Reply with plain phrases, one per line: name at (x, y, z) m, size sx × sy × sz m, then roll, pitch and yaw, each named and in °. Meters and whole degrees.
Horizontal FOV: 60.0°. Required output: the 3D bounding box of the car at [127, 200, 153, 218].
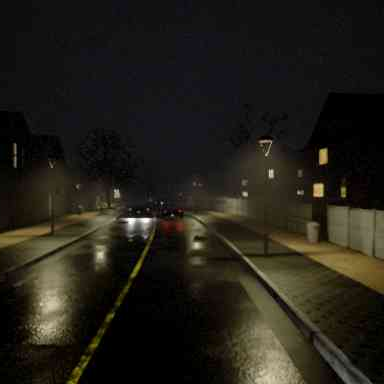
car at (-4.808, 1.577, 30.617) m, size 1.994 × 1.385 × 4.181 m, roll 0°, pitch 0°, yaw -6°

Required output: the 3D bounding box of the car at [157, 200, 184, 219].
car at (-1.822, 1.603, 29.029) m, size 1.895 × 1.301 × 4.718 m, roll 0°, pitch 0°, yaw -7°

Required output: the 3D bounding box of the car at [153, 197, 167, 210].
car at (-4.247, 1.465, 44.850) m, size 2.097 × 1.767 × 4.553 m, roll 0°, pitch -1°, yaw -10°
